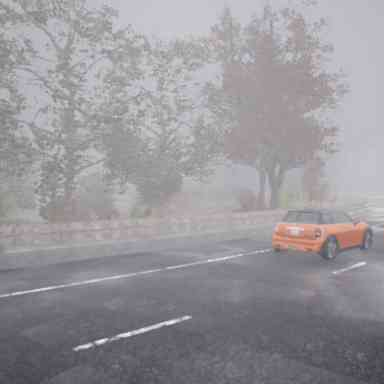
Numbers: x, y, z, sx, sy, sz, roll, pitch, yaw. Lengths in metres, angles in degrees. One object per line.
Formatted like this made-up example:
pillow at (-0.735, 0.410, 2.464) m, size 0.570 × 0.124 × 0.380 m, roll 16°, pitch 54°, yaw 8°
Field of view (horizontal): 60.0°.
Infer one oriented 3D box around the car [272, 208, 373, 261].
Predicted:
car at (5.088, 1.385, 12.715) m, size 4.553 × 1.767 × 2.097 m, roll 0°, pitch 0°, yaw -42°
